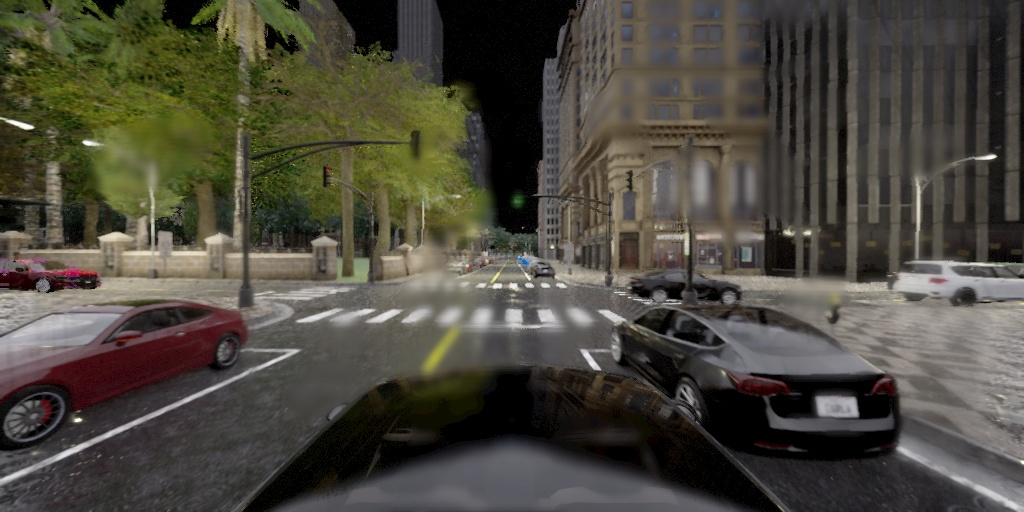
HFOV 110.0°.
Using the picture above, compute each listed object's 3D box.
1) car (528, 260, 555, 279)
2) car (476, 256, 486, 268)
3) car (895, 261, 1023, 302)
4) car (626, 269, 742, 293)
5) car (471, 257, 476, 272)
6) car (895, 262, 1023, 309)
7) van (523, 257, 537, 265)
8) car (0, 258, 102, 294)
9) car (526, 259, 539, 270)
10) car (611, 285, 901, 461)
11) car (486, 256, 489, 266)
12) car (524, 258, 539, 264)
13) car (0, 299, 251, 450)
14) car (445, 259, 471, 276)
[{"bbox_3d":[2.754,1.283,31.554,1.948,1.339,4.313,0,0,0],"label":"car"},{"bbox_3d":[-5.777,1.115,58.674,1.967,1.591,4.097,0,0,0],"label":"car"},{"bbox_3d":[25.006,1.355,19.723,5.566,2.045,2.150,1,0,0],"label":"car"},{"bbox_3d":[7.924,1.366,16.638,5.008,1.535,1.882,1,0,0],"label":"car"},{"bbox_3d":[-5.773,1.142,42.412,1.967,1.591,4.097,0,0,0],"label":"car"},{"bbox_3d":[21.289,1.324,16.626,5.566,2.045,2.150,1,0,0],"label":"car"},{"bbox_3d":[2.751,1.035,47.815,1.690,1.789,3.998,0,0,0],"label":"van"},{"bbox_3d":[-22.193,0.886,16.658,5.008,1.535,1.882,1,0,0],"label":"car"},{"bbox_3d":[2.753,1.276,36.974,1.948,1.339,4.313,0,0,0],"label":"car"},{"bbox_3d":[2.761,1.313,5.117,1.948,1.339,4.313,0,0,0],"label":"car"},{"bbox_3d":[-5.779,0.980,64.094,2.192,1.841,5.009,0,0,0],"label":"car"},{"bbox_3d":[2.752,1.228,42.565,1.751,1.417,4.829,0,0,0],"label":"car"},{"bbox_3d":[-5.765,1.329,5.133,1.802,1.307,4.207,0,0,0],"label":"car"},{"bbox_3d":[-5.772,1.260,36.992,2.007,1.370,4.403,0,0,0],"label":"car"}]
